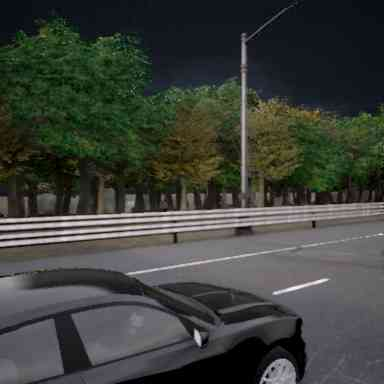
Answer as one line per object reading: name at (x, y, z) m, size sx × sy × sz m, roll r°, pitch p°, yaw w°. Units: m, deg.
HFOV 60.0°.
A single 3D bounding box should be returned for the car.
car at (-1.021, 1.475, 3.020) m, size 5.008 × 1.535 × 1.882 m, roll 0°, pitch 0°, yaw -36°
